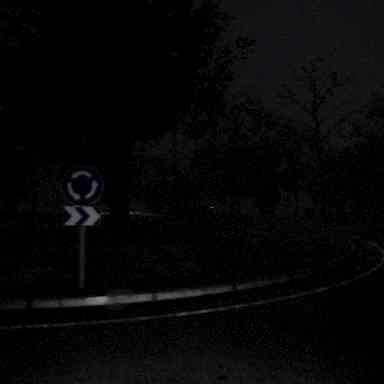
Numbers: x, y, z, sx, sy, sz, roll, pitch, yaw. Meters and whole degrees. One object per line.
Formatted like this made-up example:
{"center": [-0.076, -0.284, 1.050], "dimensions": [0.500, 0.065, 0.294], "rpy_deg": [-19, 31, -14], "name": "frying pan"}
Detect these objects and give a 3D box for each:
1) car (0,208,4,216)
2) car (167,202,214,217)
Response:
{"center": [-18.641, 1.670, 27.566], "dimensions": [2.033, 1.411, 5.357], "rpy_deg": [0, -1, 31], "name": "car"}
{"center": [-0.141, 1.758, 34.389], "dimensions": [4.902, 1.511, 2.128], "rpy_deg": [0, -1, 19], "name": "car"}
